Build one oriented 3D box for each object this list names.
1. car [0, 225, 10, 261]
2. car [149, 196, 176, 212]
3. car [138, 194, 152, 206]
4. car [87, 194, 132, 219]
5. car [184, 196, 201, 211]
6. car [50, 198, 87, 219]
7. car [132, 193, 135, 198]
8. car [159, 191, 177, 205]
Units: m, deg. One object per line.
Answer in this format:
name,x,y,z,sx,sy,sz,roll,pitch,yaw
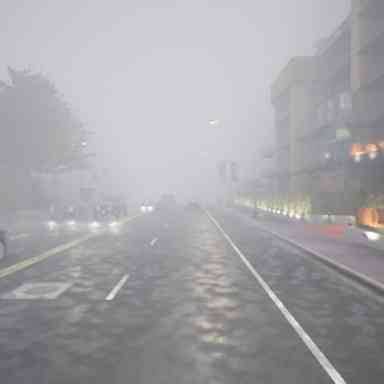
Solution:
car,-7.100,1.509,9.345,1.837,1.490,4.892,0,0,0
car,-3.406,1.564,39.198,2.033,1.411,5.357,0,0,0
car,-7.026,1.515,53.968,2.128,1.511,4.902,0,0,0
car,-7.096,1.234,29.373,2.150,2.045,5.566,0,0,0
car,0.092,1.542,40.033,1.812,1.442,4.674,0,0,0
car,-10.597,1.364,29.032,2.097,1.767,4.553,0,0,0
car,-10.552,1.373,50.674,2.097,1.767,4.553,0,0,0
car,-3.500,1.242,50.033,2.150,2.045,5.566,0,0,0
